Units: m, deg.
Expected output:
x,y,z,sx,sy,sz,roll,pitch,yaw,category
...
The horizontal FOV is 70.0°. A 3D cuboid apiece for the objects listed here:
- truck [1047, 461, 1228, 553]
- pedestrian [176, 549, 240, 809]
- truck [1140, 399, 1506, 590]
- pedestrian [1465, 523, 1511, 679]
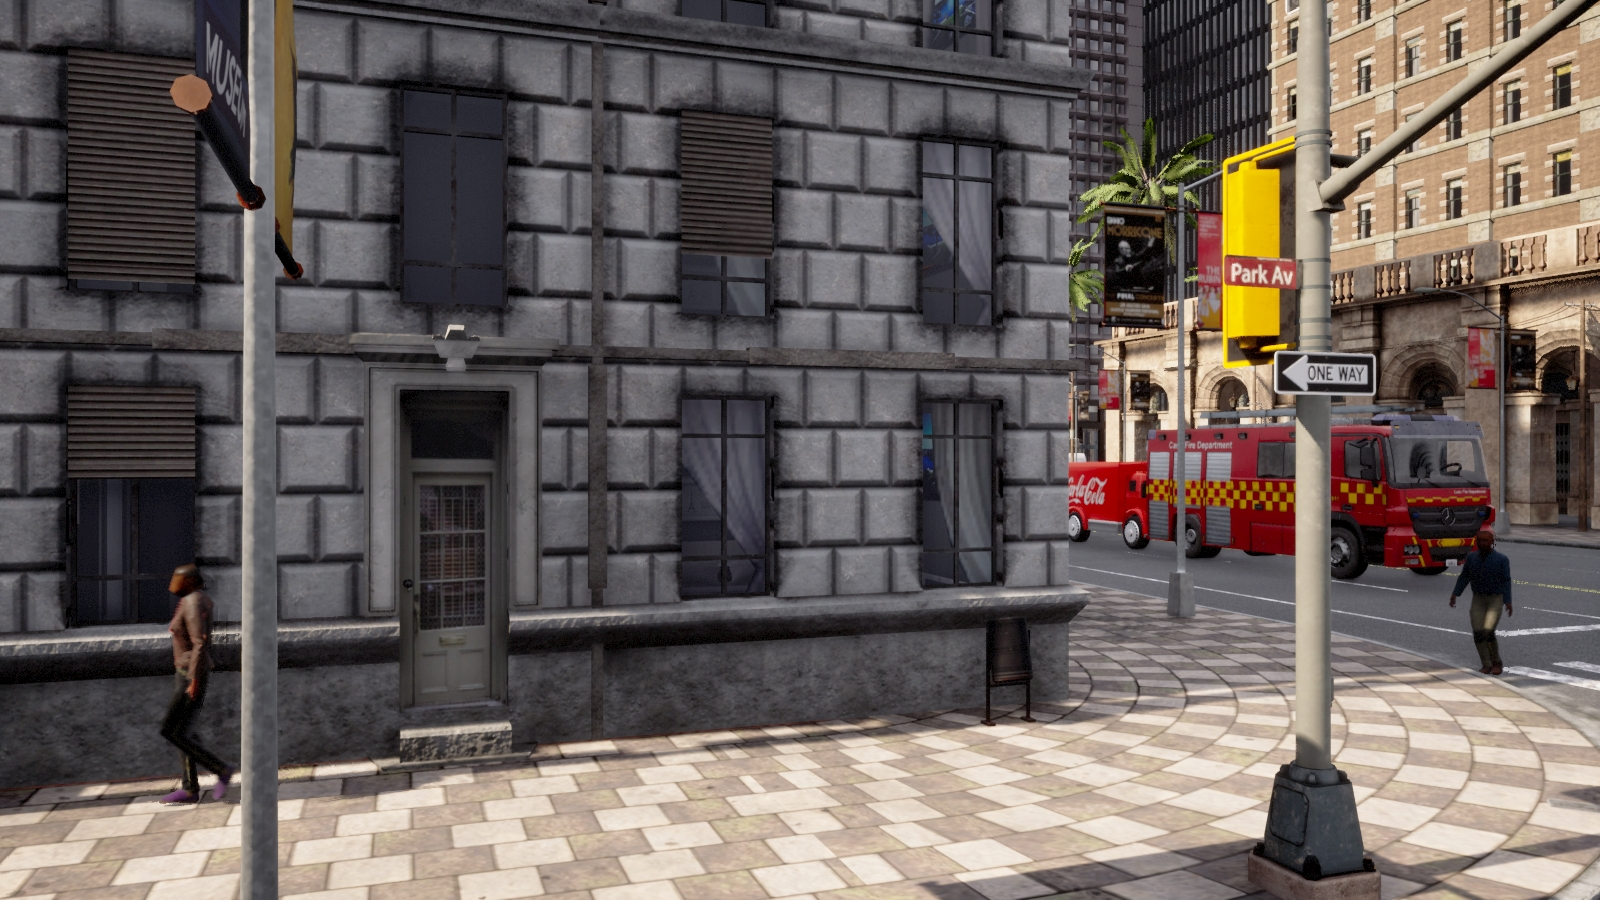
x,y,z,sx,sy,sz,roll,pitch,yaw,category
9.884,1.568,34.016,2.627,2.467,5.204,0,0,-19,truck
-4.445,1.696,8.589,0.375,1.860,0.375,0,0,-19,pedestrian
11.966,0.892,27.385,2.891,3.827,8.468,0,0,-19,truck
8.502,1.847,14.114,0.375,1.860,0.375,0,0,-38,pedestrian
